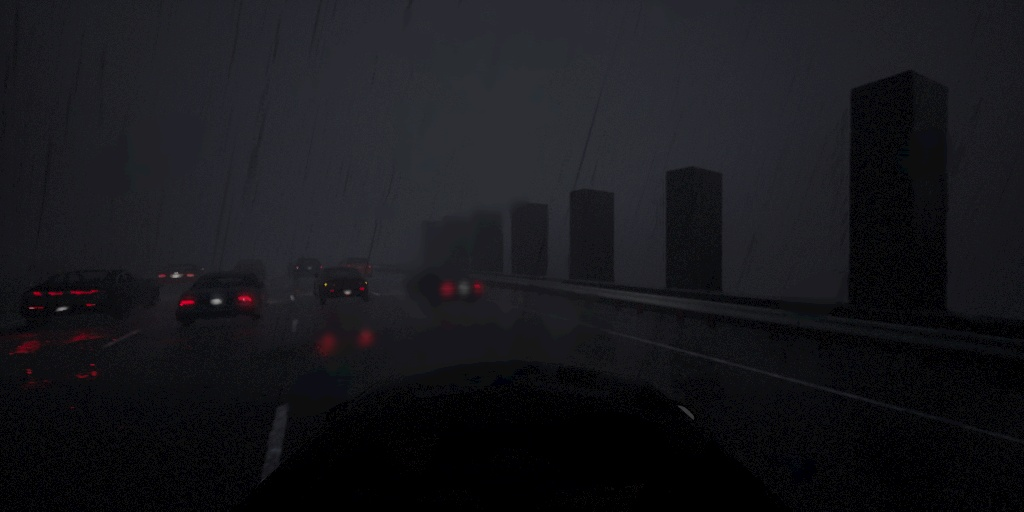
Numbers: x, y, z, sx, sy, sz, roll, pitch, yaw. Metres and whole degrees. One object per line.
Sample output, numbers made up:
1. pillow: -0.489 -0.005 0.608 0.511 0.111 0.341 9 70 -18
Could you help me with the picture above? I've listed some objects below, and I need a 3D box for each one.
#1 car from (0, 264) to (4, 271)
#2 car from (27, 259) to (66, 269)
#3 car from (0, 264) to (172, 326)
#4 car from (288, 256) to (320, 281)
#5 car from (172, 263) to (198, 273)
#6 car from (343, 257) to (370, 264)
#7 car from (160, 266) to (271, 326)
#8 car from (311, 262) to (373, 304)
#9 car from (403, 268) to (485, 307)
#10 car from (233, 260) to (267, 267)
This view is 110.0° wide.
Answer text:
1. car: -46.673 1.036 31.371 1.882 1.535 5.008 0 0 -44
2. car: -45.274 1.024 34.955 2.128 1.511 4.902 0 0 -44
3. car: -13.170 1.177 11.544 2.128 1.511 4.902 0 1 -32
4. car: -16.230 0.913 28.242 2.097 1.767 4.553 0 0 -37
5. car: -20.667 1.156 22.494 2.033 1.411 5.357 0 1 -36
6. car: -13.389 0.896 30.284 2.097 1.767 4.553 0 0 -37
7. car: -9.043 1.230 11.541 2.033 1.411 5.357 0 1 -32
8. car: -7.524 1.175 15.715 1.812 1.442 4.674 0 1 -32
9. car: -3.033 1.199 15.129 2.033 1.411 5.357 0 1 -32
10. car: -19.833 1.050 27.218 1.882 1.535 5.008 0 1 -37
